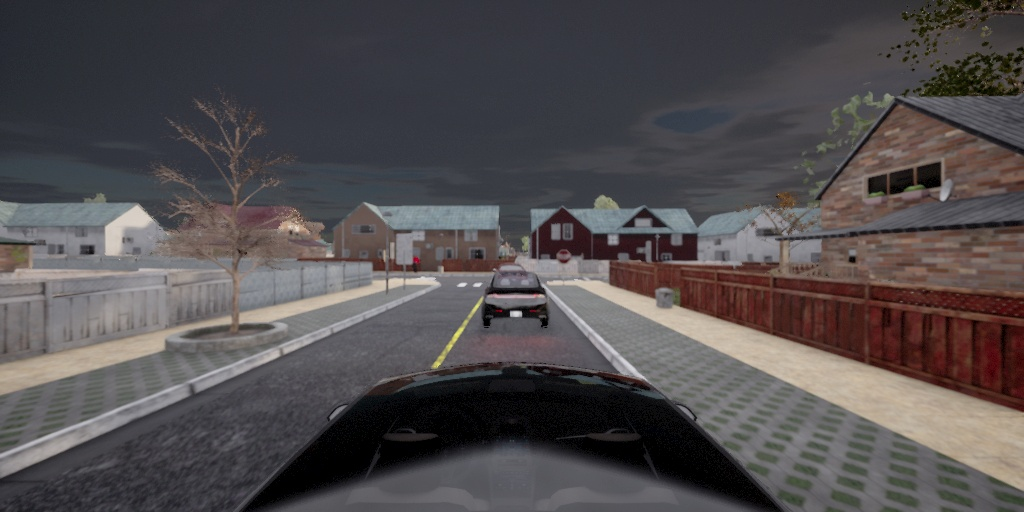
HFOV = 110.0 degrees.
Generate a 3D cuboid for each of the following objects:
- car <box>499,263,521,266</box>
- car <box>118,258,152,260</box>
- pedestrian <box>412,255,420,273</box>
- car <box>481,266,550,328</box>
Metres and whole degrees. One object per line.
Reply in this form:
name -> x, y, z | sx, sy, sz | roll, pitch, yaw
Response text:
car -> -0.140, 1.192, 22.032 | 1.882, 1.535, 5.008 | 0, 0, -4
car -> -30.472, 0.910, 29.435 | 4.892, 1.490, 1.837 | 1, 0, 1
pedestrian -> -9.360, 0.747, 34.829 | 0.375, 1.860, 0.375 | 0, 0, 1
car -> 0.099, 1.225, 11.357 | 2.128, 1.511, 4.902 | 0, 0, 0
